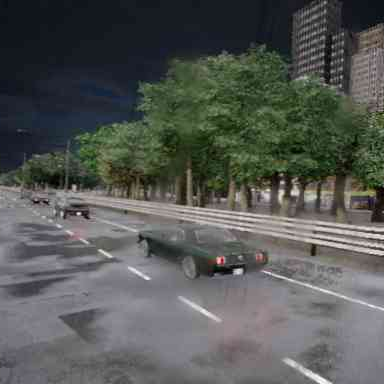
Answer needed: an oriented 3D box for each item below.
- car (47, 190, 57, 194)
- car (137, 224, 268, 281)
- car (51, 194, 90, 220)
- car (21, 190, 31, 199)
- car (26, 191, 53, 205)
[{"bbox_3d":[-36.613,0.166,86.459,2.128,1.511,4.902,3,0,-3],"label":"car"},{"bbox_3d":[-0.001,1.630,10.103,1.895,1.301,4.718,3,0,-32],"label":"car"},{"bbox_3d":[-8.970,1.185,24.742,1.837,1.490,4.892,3,0,-32],"label":"car"},{"bbox_3d":[-28.085,0.427,56.763,2.128,1.511,4.902,2,0,-26],"label":"car"},{"bbox_3d":[-18.599,0.904,40.439,1.895,1.301,4.718,3,0,-32],"label":"car"}]
